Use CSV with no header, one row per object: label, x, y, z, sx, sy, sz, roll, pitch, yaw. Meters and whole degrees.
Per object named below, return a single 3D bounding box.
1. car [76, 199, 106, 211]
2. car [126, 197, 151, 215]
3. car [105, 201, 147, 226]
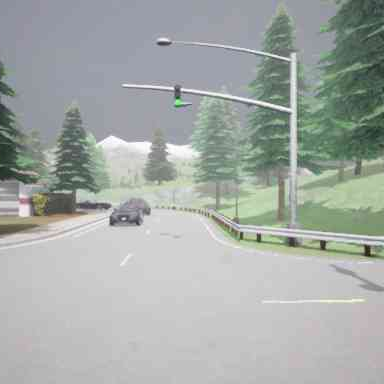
car,-12.289,1.574,40.735,4.718,1.301,1.895,0,0,13
car,-5.555,1.326,33.136,2.097,1.767,4.553,0,0,-20
car,-4.516,1.545,23.365,1.994,1.385,4.181,0,0,-3
